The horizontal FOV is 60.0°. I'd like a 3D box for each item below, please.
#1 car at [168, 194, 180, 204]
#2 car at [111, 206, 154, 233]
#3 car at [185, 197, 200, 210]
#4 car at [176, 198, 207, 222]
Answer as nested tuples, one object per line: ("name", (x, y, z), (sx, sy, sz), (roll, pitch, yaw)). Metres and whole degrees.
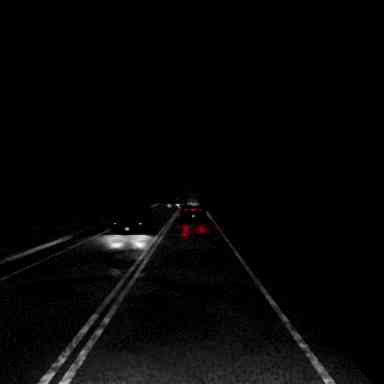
("car", (-3.285, 1.284, 60.776), (2.097, 1.767, 4.553), (0, 0, 1))
("car", (-3.346, 1.527, 19.820), (2.033, 1.411, 5.357), (0, 0, 0))
("car", (0.107, 1.474, 43.037), (1.812, 1.442, 4.674), (0, 0, 0))
("car", (0.104, 1.463, 25.677), (2.128, 1.511, 4.902), (0, 0, 0))
